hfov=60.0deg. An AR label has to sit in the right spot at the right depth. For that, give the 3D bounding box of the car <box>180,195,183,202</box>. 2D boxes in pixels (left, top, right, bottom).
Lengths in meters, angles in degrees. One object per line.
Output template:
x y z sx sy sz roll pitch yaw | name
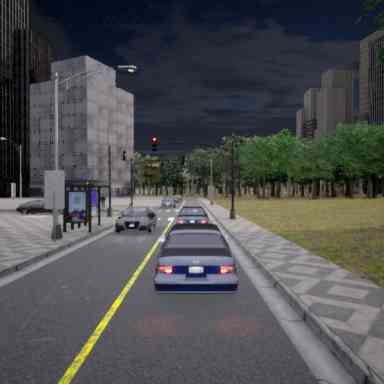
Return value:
-3.171 1.433 59.988 1.837 1.490 4.892 0 1 0 | car

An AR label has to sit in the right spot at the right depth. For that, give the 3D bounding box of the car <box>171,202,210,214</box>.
0.049 1.538 19.253 2.033 1.411 5.357 0 0 1 | car

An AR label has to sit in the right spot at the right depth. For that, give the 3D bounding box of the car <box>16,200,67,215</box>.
-14.397 1.477 31.991 4.674 1.442 1.812 0 1 2 | car

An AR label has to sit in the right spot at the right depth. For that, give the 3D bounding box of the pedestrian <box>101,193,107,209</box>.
-10.141 1.050 38.105 0.375 1.860 0.375 0 0 1 | pedestrian

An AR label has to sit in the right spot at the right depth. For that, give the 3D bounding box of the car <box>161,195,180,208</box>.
-3.166 1.445 46.094 2.128 1.511 4.902 0 0 0 | car

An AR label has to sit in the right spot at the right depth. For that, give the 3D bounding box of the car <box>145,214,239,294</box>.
0.080 1.545 8.918 2.033 1.411 5.357 0 0 0 | car

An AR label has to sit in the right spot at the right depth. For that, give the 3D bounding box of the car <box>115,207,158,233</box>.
-3.129 1.554 19.298 1.994 1.385 4.181 0 0 0 | car

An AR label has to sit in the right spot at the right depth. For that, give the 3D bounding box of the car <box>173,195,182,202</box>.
-3.163 1.377 75.118 1.882 1.535 5.008 0 0 0 | car
